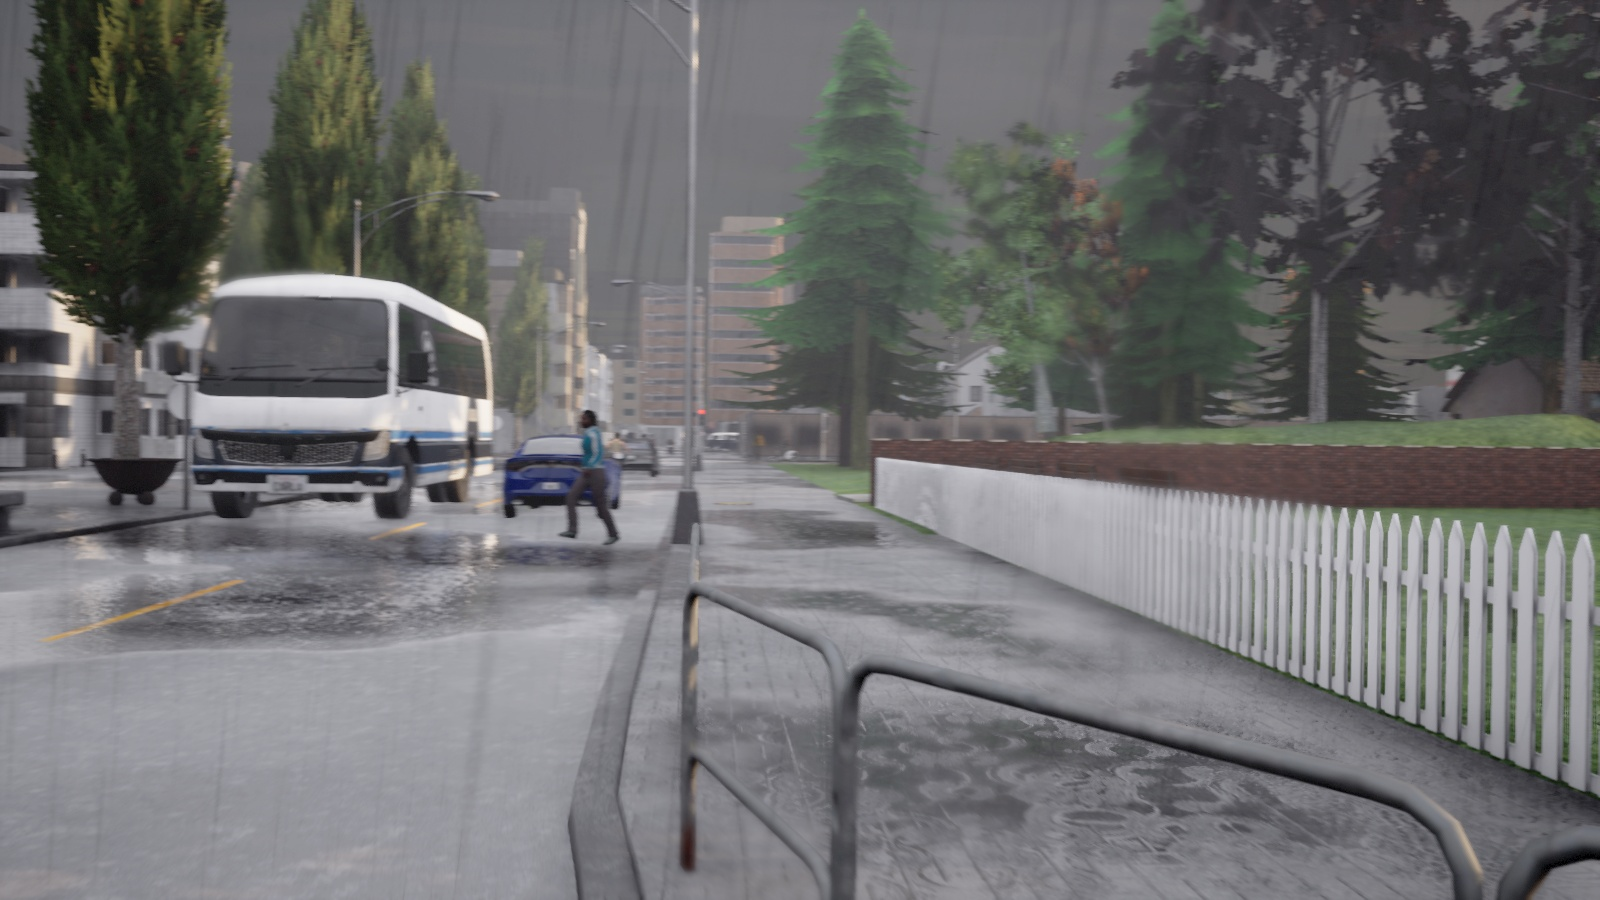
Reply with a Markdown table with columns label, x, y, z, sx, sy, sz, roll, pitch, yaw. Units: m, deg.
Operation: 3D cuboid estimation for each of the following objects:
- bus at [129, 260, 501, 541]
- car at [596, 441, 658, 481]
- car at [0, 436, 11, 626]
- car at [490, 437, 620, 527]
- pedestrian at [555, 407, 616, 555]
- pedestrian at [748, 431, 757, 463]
| label | x | y | z | sx | sy | sz | roll | pitch | yaw |
| --- | --- | --- | --- | --- | --- | --- | --- | --- | --- |
| bus | -8.592 | -0.814 | 24.291 | 3.944 | 4.253 | 10.273 | 0 | 1 | -5 |
| car | -6.501 | 0.390 | 47.684 | 2.033 | 1.411 | 5.357 | 0 | 1 | -5 |
| car | -7.206 | 0.681 | 7.729 | 1.882 | 1.535 | 5.008 | 0 | 1 | -5 |
| car | -4.547 | 0.521 | 24.014 | 1.882 | 1.535 | 5.008 | 0 | 1 | -5 |
| pedestrian | -2.868 | 0.398 | 16.778 | 0.692 | 1.930 | 0.396 | -1 | 1 | -37 |
| pedestrian | -2.676 | -0.175 | 70.833 | 0.431 | 1.840 | 0.709 | 0 | 1 | 2 |
